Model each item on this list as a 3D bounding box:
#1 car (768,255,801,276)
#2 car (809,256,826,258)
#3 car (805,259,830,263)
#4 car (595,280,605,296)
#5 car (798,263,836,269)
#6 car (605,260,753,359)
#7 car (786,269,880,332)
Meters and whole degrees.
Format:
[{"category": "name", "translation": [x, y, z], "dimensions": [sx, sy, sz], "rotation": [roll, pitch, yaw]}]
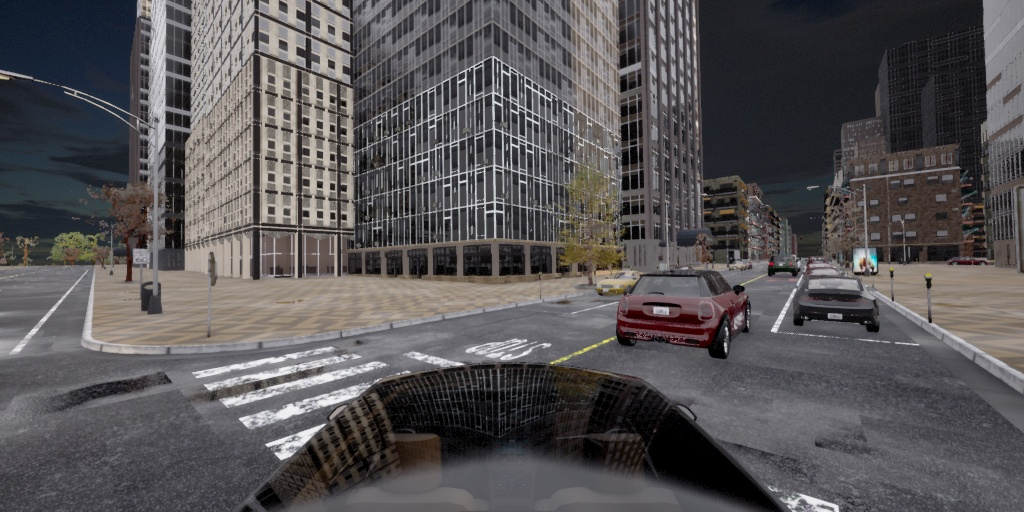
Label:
[{"category": "car", "translation": [26.387, 0.899, 34.911], "dimensions": [2.150, 2.045, 5.566], "rotation": [-2, -1, 40]}, {"category": "car", "translation": [34.236, 0.906, 40.155], "dimensions": [2.192, 1.841, 5.009], "rotation": [0, 0, 40]}, {"category": "car", "translation": [23.517, 1.169, 27.378], "dimensions": [1.888, 1.381, 4.507], "rotation": [0, 0, 40]}, {"category": "car", "translation": [6.270, 1.397, 19.855], "dimensions": [1.751, 1.417, 4.829], "rotation": [0, 0, 40]}, {"category": "car", "translation": [16.370, 1.227, 18.860], "dimensions": [1.802, 1.307, 4.207], "rotation": [0, 0, 40]}, {"category": "car", "translation": [4.313, 1.098, 8.709], "dimensions": [2.097, 1.767, 4.553], "rotation": [-2, -1, 40]}, {"category": "car", "translation": [9.224, 1.218, 10.342], "dimensions": [2.007, 1.370, 4.403], "rotation": [0, 0, 40]}]
